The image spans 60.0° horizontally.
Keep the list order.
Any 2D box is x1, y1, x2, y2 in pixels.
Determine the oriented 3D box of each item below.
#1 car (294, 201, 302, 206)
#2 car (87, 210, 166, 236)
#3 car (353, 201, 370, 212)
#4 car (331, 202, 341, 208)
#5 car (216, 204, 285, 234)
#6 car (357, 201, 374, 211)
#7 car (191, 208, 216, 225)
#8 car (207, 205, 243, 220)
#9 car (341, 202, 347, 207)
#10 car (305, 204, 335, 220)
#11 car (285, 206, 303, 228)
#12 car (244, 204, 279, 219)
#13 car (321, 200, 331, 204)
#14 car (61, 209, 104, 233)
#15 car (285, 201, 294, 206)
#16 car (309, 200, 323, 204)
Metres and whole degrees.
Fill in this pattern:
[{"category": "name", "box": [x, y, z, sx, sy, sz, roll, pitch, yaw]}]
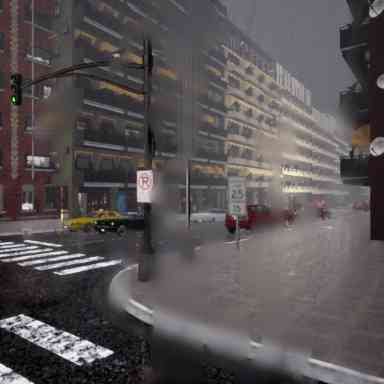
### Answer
[{"category": "car", "box": [16.624, 2.340, 54.607, 2.192, 1.841, 5.009, -1, -2, 35]}, {"category": "car", "box": [-3.830, 1.911, 20.841, 1.895, 1.301, 4.718, 0, -1, 35]}, {"category": "car", "box": [29.992, 2.522, 59.148, 2.192, 1.841, 5.009, -1, -2, 35]}, {"category": "car", "box": [32.866, 3.066, 77.800, 1.887, 1.381, 4.507, -1, -2, 35]}, {"category": "car", "box": [4.009, 1.711, 22.033, 2.192, 1.841, 5.009, -1, -2, 35]}, {"category": "car", "box": [33.241, 2.621, 63.788, 2.192, 1.841, 5.009, -1, -2, 35]}, {"category": "car", "box": [1.915, 2.093, 29.048, 1.895, 1.301, 4.718, 0, -1, 35]}, {"category": "car", "box": [3.634, 2.164, 36.042, 1.887, 1.381, 4.507, -1, -2, 35]}, {"category": "car", "box": [39.364, 3.281, 87.080, 1.947, 1.339, 4.313, -1, -2, 35]}, {"category": "car", "box": [13.755, 2.284, 35.944, 1.802, 1.307, 4.206, -1, -2, 35]}, {"category": "car", "box": [7.259, 2.043, 26.666, 1.887, 1.381, 4.507, -1, -2, 35]}, {"category": "car", "box": [7.889, 2.171, 37.560, 2.128, 1.511, 4.902, 0, -1, 35]}, {"category": "car", "box": [26.368, 2.640, 68.525, 2.192, 1.841, 5.009, -1, -2, 35]}, {"category": "car", "box": [-6.209, 1.834, 21.984, 1.752, 1.417, 4.829, -1, -2, 35]}, {"category": "car", "box": [13.279, 2.446, 49.822, 1.752, 1.417, 4.829, -1, -2, 35]}, {"category": "car", "box": [23.122, 2.770, 63.881, 1.887, 1.381, 4.507, -1, -2, 35]}]
